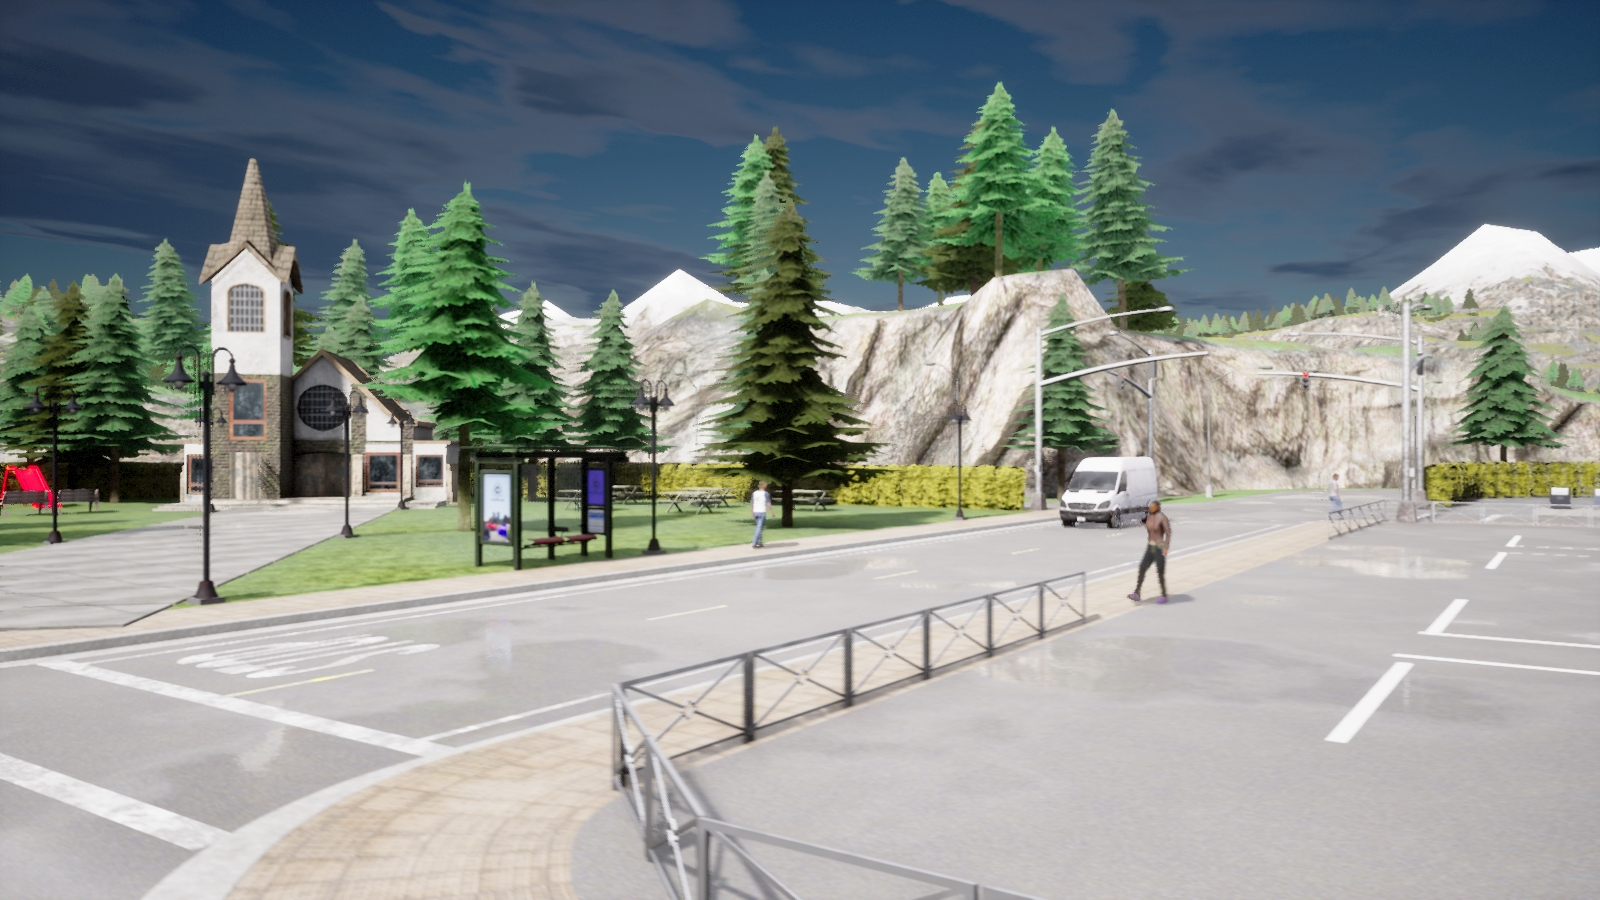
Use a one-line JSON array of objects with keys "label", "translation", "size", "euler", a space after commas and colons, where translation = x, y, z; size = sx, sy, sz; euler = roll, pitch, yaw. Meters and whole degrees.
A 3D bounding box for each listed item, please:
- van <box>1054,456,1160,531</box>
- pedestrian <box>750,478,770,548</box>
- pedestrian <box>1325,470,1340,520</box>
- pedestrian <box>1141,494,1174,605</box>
[{"label": "van", "translation": [11.526, 1.528, 42.565], "size": [1.988, 2.561, 5.915], "euler": [0, 0, 34]}, {"label": "pedestrian", "translation": [-1.076, 1.690, 30.778], "size": [0.375, 1.860, 0.375], "euler": [0, 0, 37]}, {"label": "pedestrian", "translation": [20.032, 1.691, 42.965], "size": [0.375, 1.860, 0.375], "euler": [0, 0, -5]}, {"label": "pedestrian", "translation": [6.109, 1.690, 19.538], "size": [0.375, 1.860, 0.375], "euler": [0, 0, -32]}]
